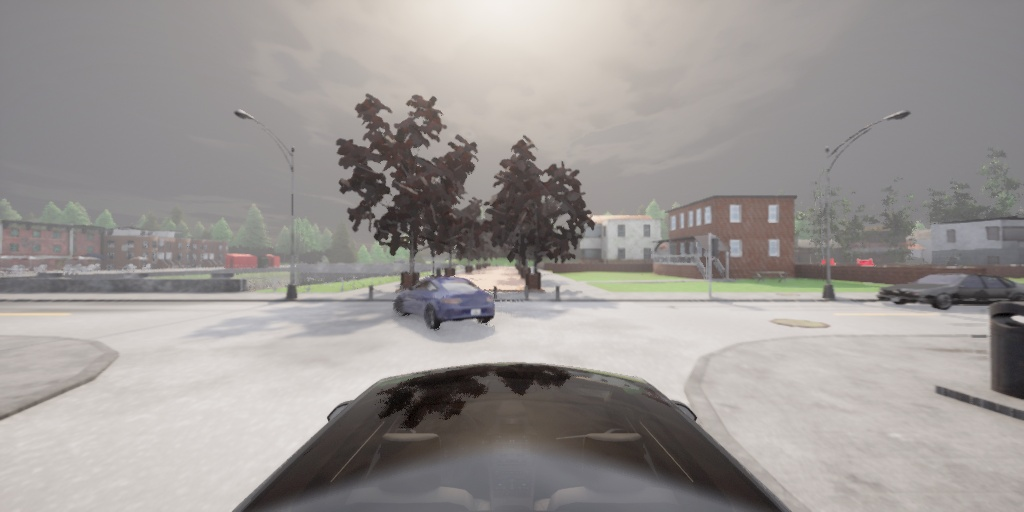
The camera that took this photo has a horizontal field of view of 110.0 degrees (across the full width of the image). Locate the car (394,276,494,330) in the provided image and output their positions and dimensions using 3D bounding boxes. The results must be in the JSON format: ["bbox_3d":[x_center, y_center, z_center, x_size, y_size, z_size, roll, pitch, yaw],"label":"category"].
[{"bbox_3d":[-2.290,1.389,11.712,1.812,1.442,4.674,1,-1,-34],"label":"car"}]

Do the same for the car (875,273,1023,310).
[{"bbox_3d":[18.792,1.449,15.112,5.357,1.411,2.033,0,-1,0],"label":"car"}]
